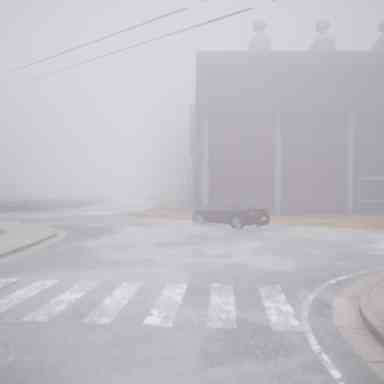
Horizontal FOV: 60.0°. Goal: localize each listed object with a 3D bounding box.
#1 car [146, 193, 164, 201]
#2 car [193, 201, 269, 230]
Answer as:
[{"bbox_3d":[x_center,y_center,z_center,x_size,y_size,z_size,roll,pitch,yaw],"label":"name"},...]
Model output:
[{"bbox_3d":[-7.424,0.999,67.298,1.837,1.490,4.892,-3,-1,23],"label":"car"},{"bbox_3d":[2.147,1.252,19.521,1.882,1.535,5.008,2,-1,-42],"label":"car"}]
